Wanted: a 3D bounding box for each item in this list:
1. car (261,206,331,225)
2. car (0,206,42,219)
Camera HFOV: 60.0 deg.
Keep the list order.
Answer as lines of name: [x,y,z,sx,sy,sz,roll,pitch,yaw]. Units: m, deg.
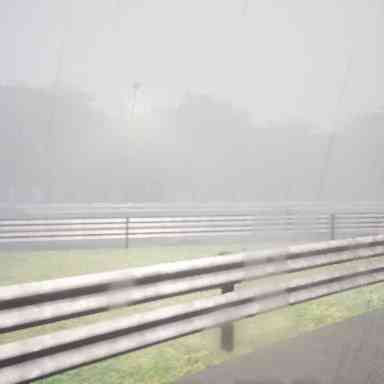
car: [7.001,1.711,22.488,4.902,1.511,2.128,0,0,-13]
car: [-13.530,1.782,24.912,4.181,1.385,1.994,0,0,-12]
